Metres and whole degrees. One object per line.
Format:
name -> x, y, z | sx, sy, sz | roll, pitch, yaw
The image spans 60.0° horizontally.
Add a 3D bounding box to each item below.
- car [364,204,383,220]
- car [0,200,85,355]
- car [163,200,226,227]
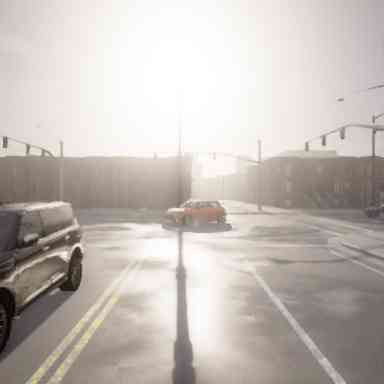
car -> 16.929, 1.470, 27.599 | 5.008, 1.535, 1.882 | 0, 0, 0
car -> -3.673, 1.218, 6.074 | 2.150, 2.045, 5.566 | 0, 0, -1
car -> 0.196, 1.346, 23.023 | 4.553, 1.767, 2.097 | 0, 0, -38
